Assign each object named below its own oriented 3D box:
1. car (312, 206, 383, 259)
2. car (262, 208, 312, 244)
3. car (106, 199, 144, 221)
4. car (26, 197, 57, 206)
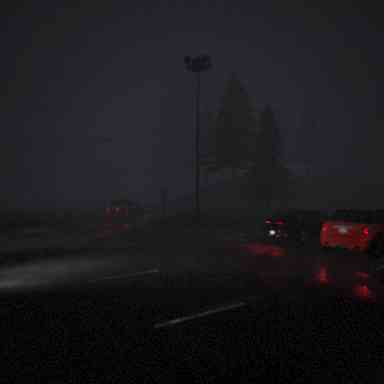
[{"bbox_3d":[7.136,1.414,13.135,4.553,1.767,2.097,0,0,-35],"label":"car"},{"bbox_3d":[5.566,1.568,16.315,4.892,1.490,1.837,1,0,-36],"label":"car"},{"bbox_3d":[-5.584,1.405,28.165,2.097,1.767,4.553,0,0,6],"label":"car"},{"bbox_3d":[-25.361,1.546,56.027,4.902,1.511,2.128,0,0,4],"label":"car"}]
